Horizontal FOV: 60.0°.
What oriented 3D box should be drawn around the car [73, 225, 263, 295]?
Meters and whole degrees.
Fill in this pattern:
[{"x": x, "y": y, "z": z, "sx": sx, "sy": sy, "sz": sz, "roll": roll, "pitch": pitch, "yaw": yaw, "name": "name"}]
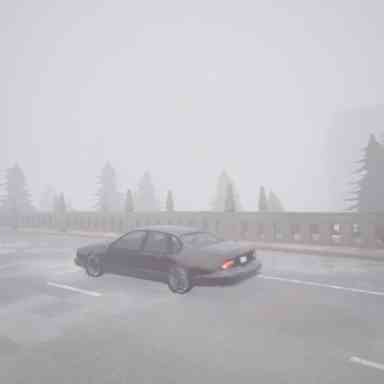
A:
[{"x": -0.874, "y": 1.623, "z": 8.920, "sx": 5.357, "sy": 1.411, "sz": 2.033, "roll": -2, "pitch": -1, "yaw": 36, "name": "car"}]
